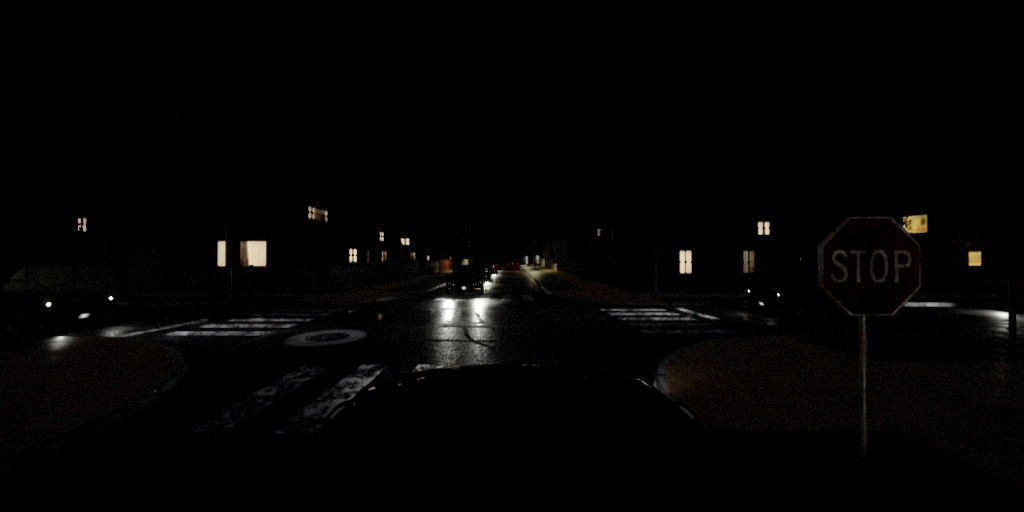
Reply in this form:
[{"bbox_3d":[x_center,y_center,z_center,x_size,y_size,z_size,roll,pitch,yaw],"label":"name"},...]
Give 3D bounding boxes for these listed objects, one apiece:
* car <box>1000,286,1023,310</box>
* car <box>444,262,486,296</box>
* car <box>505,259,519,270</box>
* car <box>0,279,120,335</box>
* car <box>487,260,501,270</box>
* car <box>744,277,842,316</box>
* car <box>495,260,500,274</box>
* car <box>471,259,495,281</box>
[{"bbox_3d":[21.595,1.411,13.478,4.674,1.442,1.812,0,-1,-2],"label":"car"},{"bbox_3d":[-2.483,1.268,19.420,1.837,1.490,4.892,0,0,-5],"label":"car"},{"bbox_3d":[0.075,1.232,54.817,2.097,1.767,4.553,0,0,1],"label":"car"},{"bbox_3d":[-13.627,1.275,9.490,4.718,1.301,1.895,0,-1,-3],"label":"car"},{"bbox_3d":[-2.763,1.407,55.147,1.812,1.442,4.674,0,0,1],"label":"car"},{"bbox_3d":[11.273,1.434,13.149,4.718,1.301,1.895,0,-1,-3],"label":"car"},{"bbox_3d":[-2.821,1.173,42.684,2.097,1.767,4.553,0,0,0],"label":"car"},{"bbox_3d":[-2.835,1.136,30.427,2.097,1.767,4.553,0,0,0],"label":"car"}]
